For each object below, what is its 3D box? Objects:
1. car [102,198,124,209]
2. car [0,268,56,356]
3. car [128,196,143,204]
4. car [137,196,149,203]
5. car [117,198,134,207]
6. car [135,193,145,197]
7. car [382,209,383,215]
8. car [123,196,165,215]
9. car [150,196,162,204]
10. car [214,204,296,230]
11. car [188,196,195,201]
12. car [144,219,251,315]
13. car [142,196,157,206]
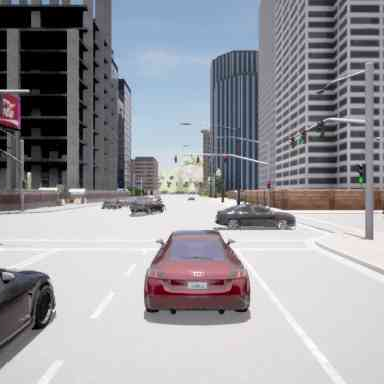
[{"bbox_3d":[-10.669,1.526,44.493,1.812,1.442,4.674,0,0,0],"label":"car"},{"bbox_3d":[-3.414,1.564,4.263,1.994,1.385,4.181,0,0,0],"label":"car"},{"bbox_3d":[-10.622,1.564,62.749,1.994,1.385,4.181,0,0,0],"label":"car"},{"bbox_3d":[-10.627,1.552,72.743,1.994,1.385,4.181,0,0,0],"label":"car"},{"bbox_3d":[-10.645,1.601,53.601,1.895,1.301,4.718,0,0,0],"label":"car"},{"bbox_3d":[-7.166,1.352,47.037,2.097,1.767,4.553,0,0,0],"label":"car"},{"bbox_3d":[18.502,1.601,27.603,4.718,1.301,1.895,0,0,0],"label":"car"},{"bbox_3d":[-4.406,1.491,33.665,2.128,1.511,4.902,0,0,23],"label":"car"},{"bbox_3d":[-7.117,1.505,66.571,1.837,1.490,4.892,0,0,0],"label":"car"},{"bbox_3d":[3.813,1.504,20.300,4.892,1.490,1.837,0,0,0],"label":"car"},{"bbox_3d":[-0.148,1.595,84.260,1.895,1.301,4.718,0,0,0],"label":"car"},{"bbox_3d":[0.088,1.564,7.680,1.994,1.385,4.181,0,0,0],"label":"car"},{"bbox_3d":[-7.129,1.477,56.373,1.882,1.535,5.008,0,0,0],"label":"car"}]
